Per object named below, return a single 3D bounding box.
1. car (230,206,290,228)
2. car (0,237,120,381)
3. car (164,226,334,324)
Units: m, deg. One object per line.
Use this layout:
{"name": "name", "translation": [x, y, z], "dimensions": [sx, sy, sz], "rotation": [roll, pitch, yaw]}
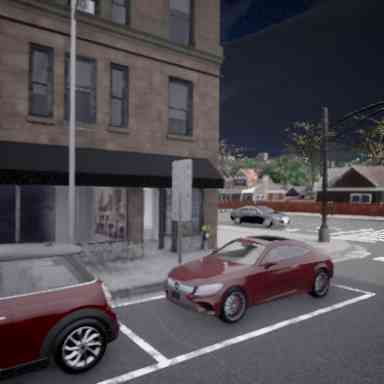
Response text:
{"name": "car", "translation": [4.958, 1.783, 24.646], "dimensions": [2.128, 1.511, 4.902], "rotation": [1, -1, -37]}
{"name": "car", "translation": [-3.074, 1.436, 3.995], "dimensions": [4.097, 1.590, 1.967], "rotation": [1, 0, -36]}
{"name": "car", "translation": [1.414, 1.637, 7.203], "dimensions": [4.206, 1.307, 1.802], "rotation": [1, 0, -36]}
